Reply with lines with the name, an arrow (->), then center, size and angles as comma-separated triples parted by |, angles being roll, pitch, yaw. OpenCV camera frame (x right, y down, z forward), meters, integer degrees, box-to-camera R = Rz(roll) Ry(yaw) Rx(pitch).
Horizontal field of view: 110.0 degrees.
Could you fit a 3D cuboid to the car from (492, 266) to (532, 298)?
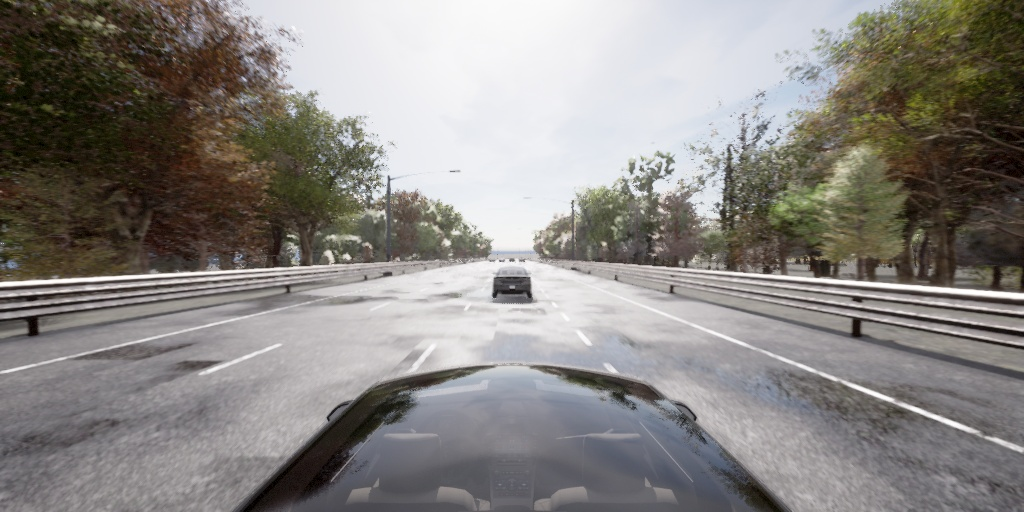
car -> 0.008, 1.269, 18.779 | 1.882, 1.535, 5.008 | 0, 0, 0
